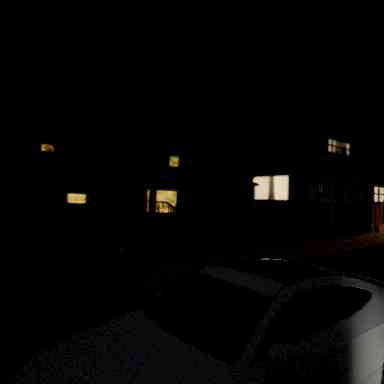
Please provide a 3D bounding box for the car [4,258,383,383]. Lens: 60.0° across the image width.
[{"bbox_3d":[0.611,1.526,3.506,4.674,1.442,1.812,0,0,-36],"label":"car"}]
